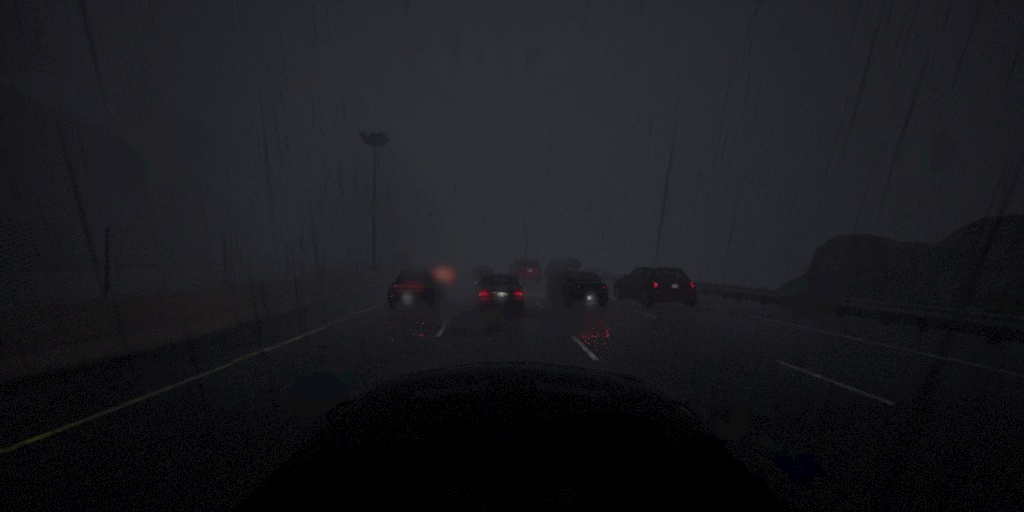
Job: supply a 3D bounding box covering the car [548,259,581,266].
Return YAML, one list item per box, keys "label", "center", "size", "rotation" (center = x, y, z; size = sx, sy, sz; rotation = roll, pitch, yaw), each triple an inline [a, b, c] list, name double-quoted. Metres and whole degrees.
- label: "car"
  center: [4.539, 1.296, 31.891]
  size: [2.150, 2.045, 5.566]
  rotation: [0, 0, -9]

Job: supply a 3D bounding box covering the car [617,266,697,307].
- label: "car"
  center: [6.382, 1.259, 16.525]
  size: [2.097, 1.767, 4.553]
  rotation: [0, -1, -5]

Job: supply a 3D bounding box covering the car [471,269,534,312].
- label: "car"
  center: [-0.522, 1.441, 15.137]
  size: [2.033, 1.411, 5.357]
  rotation: [0, -1, -4]

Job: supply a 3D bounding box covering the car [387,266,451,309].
- label: "car"
  center: [-4.097, 1.394, 15.856]
  size: [2.128, 1.511, 4.902]
  rotation: [0, 0, -5]

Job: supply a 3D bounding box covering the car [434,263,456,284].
- label: "car"
  center: [-5.979, 1.415, 31.099]
  size: [2.097, 1.767, 4.553]
  rotation: [0, -1, -9]

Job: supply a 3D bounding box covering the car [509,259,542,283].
- label: "car"
  center: [1.078, 1.291, 31.374]
  size: [2.150, 2.045, 5.566]
  rotation: [0, 0, -9]

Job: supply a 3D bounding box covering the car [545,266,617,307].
- label: "car"
  center: [2.884, 1.413, 16.360]
  size: [1.837, 1.490, 4.892]
  rotation: [0, 0, -5]

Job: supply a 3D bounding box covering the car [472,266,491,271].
- label: "car"
  center: [-2.599, 1.600, 32.100]
  size: [1.812, 1.442, 4.674]
  rotation: [0, 0, -9]

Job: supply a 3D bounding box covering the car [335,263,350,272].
- label: "car"
  center: [-27.677, 1.886, 58.745]
  size: [1.812, 1.442, 4.674]
  rotation: [0, -1, -19]

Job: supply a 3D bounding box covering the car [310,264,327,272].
- label: "car"
  center: [-30.902, 1.909, 57.358]
  size: [1.994, 1.385, 4.181]
  rotation: [0, -1, -19]
